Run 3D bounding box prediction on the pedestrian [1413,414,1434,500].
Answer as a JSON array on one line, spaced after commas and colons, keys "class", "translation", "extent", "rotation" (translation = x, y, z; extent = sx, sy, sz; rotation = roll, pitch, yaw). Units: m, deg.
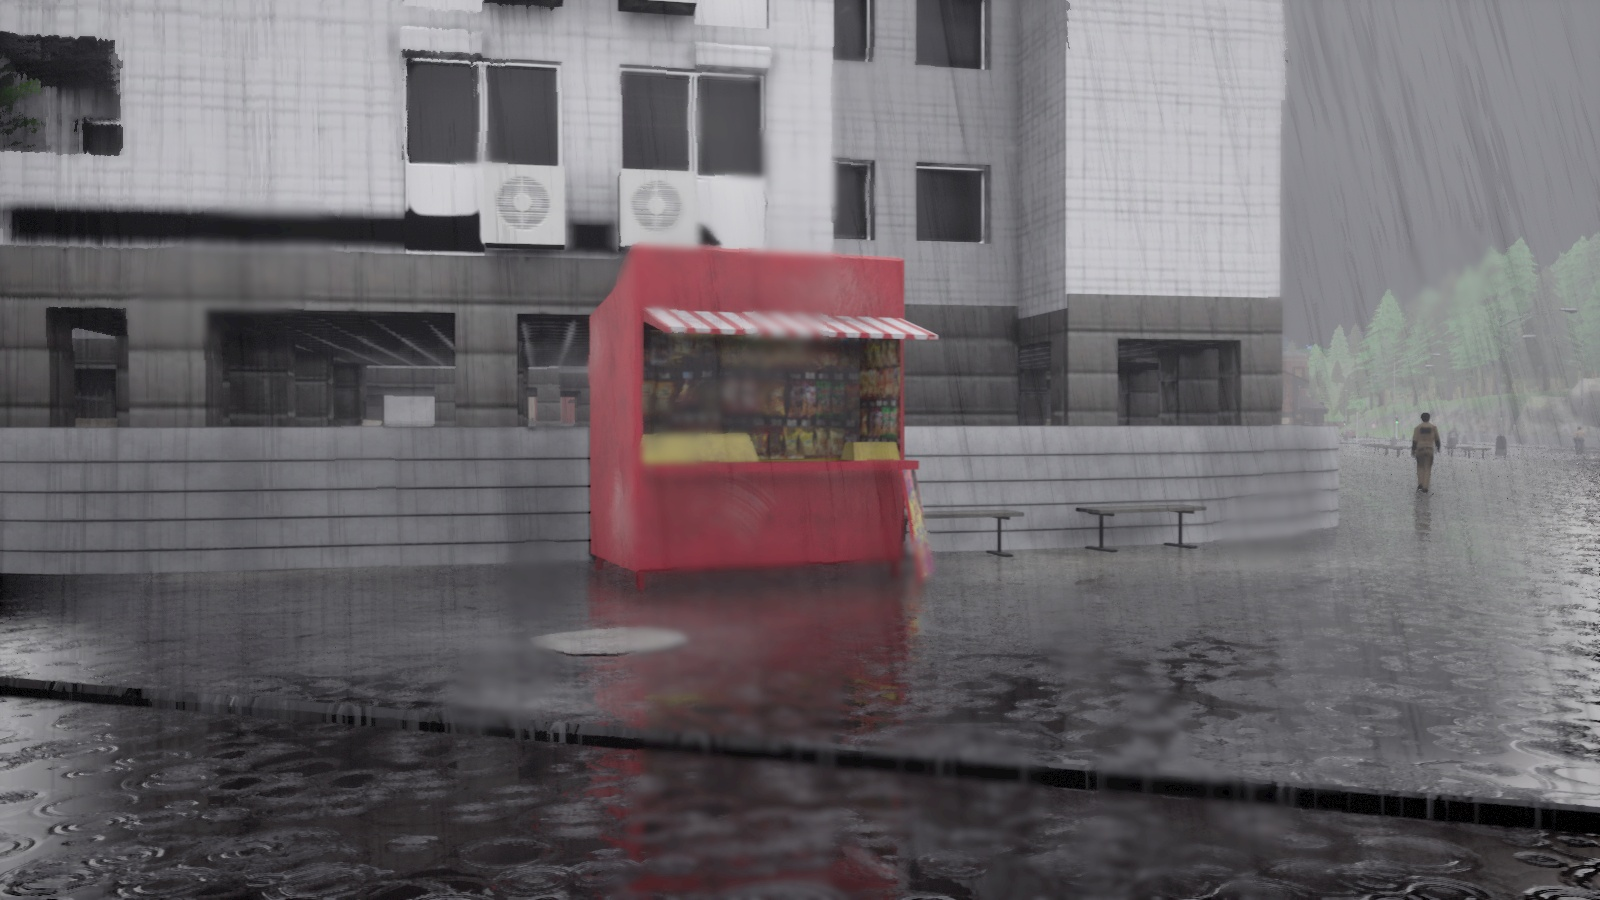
[{"class": "pedestrian", "translation": [14.182, 0.141, 28.558], "extent": [0.396, 1.930, 0.692], "rotation": [1, 1, 27]}]
